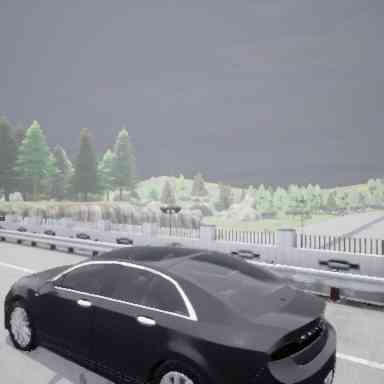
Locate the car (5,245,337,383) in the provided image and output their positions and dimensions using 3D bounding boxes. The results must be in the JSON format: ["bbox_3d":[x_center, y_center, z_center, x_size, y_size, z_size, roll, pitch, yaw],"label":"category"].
[{"bbox_3d":[-0.691,1.503,4.528,4.892,1.490,1.837,0,0,36],"label":"car"}]
